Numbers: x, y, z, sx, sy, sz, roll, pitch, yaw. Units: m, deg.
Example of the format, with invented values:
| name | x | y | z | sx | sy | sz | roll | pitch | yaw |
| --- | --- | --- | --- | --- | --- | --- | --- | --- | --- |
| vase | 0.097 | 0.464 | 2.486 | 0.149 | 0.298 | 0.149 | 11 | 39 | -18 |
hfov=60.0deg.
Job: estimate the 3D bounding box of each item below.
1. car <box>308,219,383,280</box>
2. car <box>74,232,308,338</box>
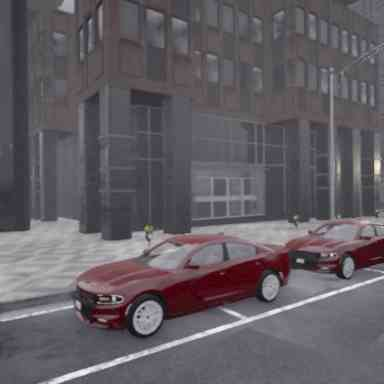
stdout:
| name | x | y | z | sx | sy | sz | roll | pitch | yaw |
| --- | --- | --- | --- | --- | --- | --- | --- | --- | --- |
| car | 4.613 | 1.512 | 9.835 | 4.507 | 1.381 | 1.887 | 0 | 0 | -36 |
| car | 0.035 | 1.532 | 6.569 | 4.507 | 1.381 | 1.887 | 0 | 0 | -36 |
